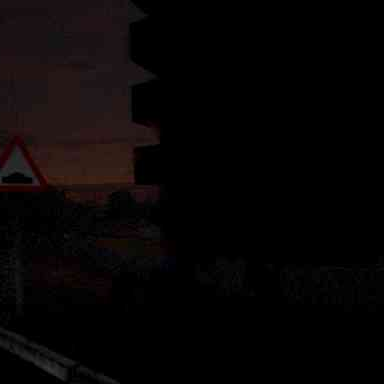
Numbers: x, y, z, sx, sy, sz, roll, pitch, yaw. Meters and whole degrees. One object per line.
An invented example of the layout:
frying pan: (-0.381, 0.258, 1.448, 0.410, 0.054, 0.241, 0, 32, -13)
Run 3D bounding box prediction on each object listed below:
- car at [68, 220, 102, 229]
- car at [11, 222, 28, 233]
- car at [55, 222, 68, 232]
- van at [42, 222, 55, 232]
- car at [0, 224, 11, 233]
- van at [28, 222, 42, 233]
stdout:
car: (-23.687, 7.793, 73.387, 5.566, 2.045, 2.435, -1, -6, 6)
car: (-31.779, 6.262, 57.165, 5.366, 1.575, 1.946, -1, -6, 6)
car: (-27.618, 7.153, 65.254, 4.892, 1.521, 2.231, -1, -6, 6)
van: (-28.833, 6.629, 62.575, 4.442, 1.987, 1.878, -1, -7, 6)
car: (-32.920, 6.004, 54.440, 4.674, 1.452, 2.002, -1, -7, 6)
van: (-30.156, 6.331, 59.867, 4.442, 1.987, 1.878, -1, -7, 6)
